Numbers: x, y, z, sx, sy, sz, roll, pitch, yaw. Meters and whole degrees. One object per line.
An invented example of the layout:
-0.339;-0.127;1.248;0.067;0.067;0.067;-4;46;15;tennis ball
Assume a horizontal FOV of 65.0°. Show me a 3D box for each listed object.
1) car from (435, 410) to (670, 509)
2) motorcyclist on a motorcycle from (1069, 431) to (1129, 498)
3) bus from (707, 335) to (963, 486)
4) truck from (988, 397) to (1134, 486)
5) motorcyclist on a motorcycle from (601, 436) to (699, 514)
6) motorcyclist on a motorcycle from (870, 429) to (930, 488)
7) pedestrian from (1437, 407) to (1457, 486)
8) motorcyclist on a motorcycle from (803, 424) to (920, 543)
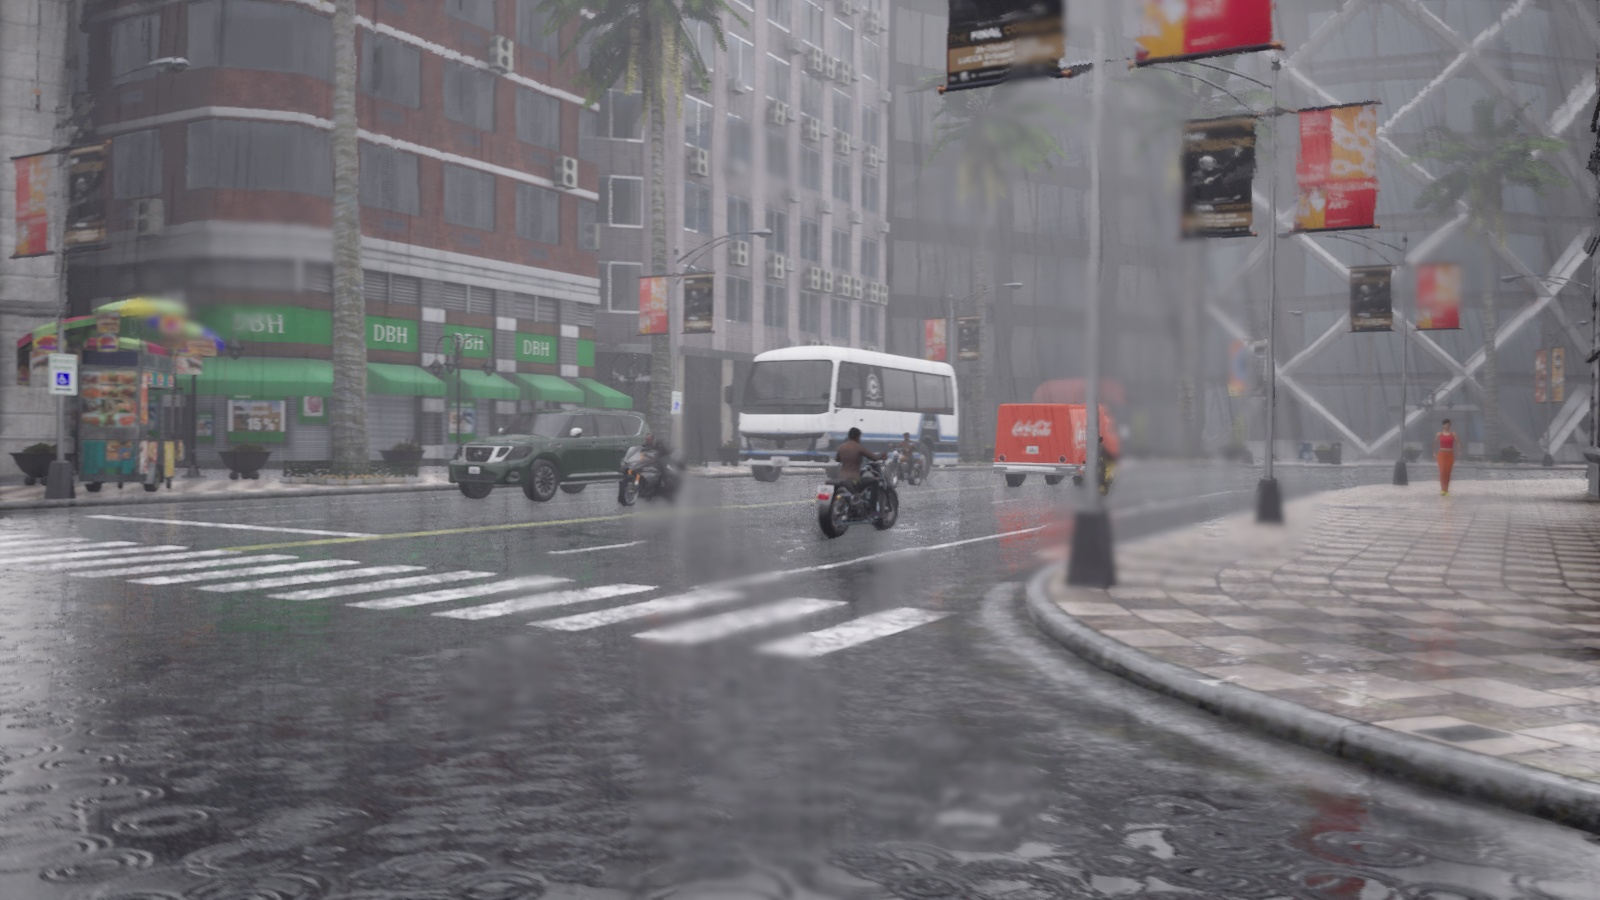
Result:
-5.479;0.158;28.707;2.150;2.045;5.566;0;1;29;car
7.052;0.308;29.570;0.797;1.523;2.044;0;1;31;motorcyclist on a motorcycle
1.495;-1.139;40.915;3.944;4.253;10.273;0;0;30;bus
7.968;-0.267;37.924;2.627;2.467;5.204;0;1;33;truck
-3.068;0.487;25.920;0.866;1.530;2.191;0;1;29;motorcyclist on a motorcycle
2.911;0.230;36.331;0.766;1.649;2.350;0;1;30;motorcyclist on a motorcycle
15.198;-0.084;29.503;0.345;1.836;0.594;0;1;19;pedestrian
0.955;0.454;18.717;0.766;1.649;2.350;0;1;30;motorcyclist on a motorcycle
